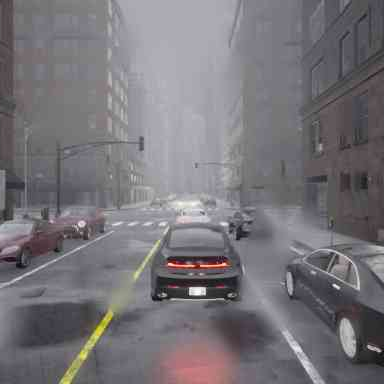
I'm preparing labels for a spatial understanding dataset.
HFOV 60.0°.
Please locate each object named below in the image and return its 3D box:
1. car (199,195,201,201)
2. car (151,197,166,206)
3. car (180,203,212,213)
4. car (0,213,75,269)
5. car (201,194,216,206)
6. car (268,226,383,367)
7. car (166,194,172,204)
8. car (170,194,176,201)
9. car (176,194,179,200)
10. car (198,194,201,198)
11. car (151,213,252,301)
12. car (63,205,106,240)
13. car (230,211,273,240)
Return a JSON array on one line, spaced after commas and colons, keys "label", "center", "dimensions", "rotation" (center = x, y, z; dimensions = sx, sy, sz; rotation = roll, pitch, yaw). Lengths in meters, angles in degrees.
[{"label": "car", "center": [2.908, 1.606, 64.538], "dimensions": [2.008, 1.369, 4.403], "rotation": [0, 0, 0]}, {"label": "car", "center": [-5.636, 1.617, 53.733], "dimensions": [1.802, 1.307, 4.206], "rotation": [0, 0, 0]}, {"label": "car", "center": [0.082, 1.526, 17.442], "dimensions": [1.812, 1.442, 4.674], "rotation": [0, 0, -1]}, {"label": "car", "center": [-5.670, 1.582, 11.128], "dimensions": [1.802, 1.307, 4.206], "rotation": [0, 0, 0]}, {"label": "car", "center": [2.888, 1.475, 53.720], "dimensions": [1.967, 1.590, 4.097], "rotation": [0, 0, 0]}, {"label": "car", "center": [2.855, 1.550, 5.627], "dimensions": [2.008, 1.369, 4.403], "rotation": [0, 0, 0]}, {"label": "car", "center": [-5.617, 1.606, 64.550], "dimensions": [2.008, 1.369, 4.403], "rotation": [0, 0, 0]}, {"label": "car", "center": [-5.588, 1.625, 80.605], "dimensions": [1.752, 1.417, 4.829], "rotation": [0, 0, 0]}, {"label": "car", "center": [-5.570, 1.455, 91.593], "dimensions": [2.192, 1.841, 5.009], "rotation": [0, 0, 0]}, {"label": "car", "center": [2.927, 1.523, 75.356], "dimensions": [1.967, 1.590, 4.097], "rotation": [0, 0, 0]}, {"label": "car", "center": [0.098, 1.505, 8.294], "dimensions": [1.837, 1.490, 4.892], "rotation": [0, 0, 0]}, {"label": "car", "center": [-5.670, 1.440, 16.630], "dimensions": [1.967, 1.590, 4.097], "rotation": [0, 0, 0]}, {"label": "car", "center": [2.855, 1.566, 16.630], "dimensions": [1.947, 1.339, 4.313], "rotation": [0, 0, 0]}]
